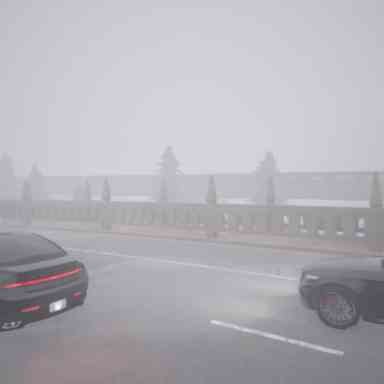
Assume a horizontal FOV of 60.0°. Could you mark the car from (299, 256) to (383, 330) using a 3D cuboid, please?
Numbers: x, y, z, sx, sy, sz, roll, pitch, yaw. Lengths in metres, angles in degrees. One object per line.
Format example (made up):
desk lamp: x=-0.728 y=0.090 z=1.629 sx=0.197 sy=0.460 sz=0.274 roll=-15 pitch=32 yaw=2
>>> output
car: x=4.103 y=1.498 z=5.180 sx=4.674 sy=1.442 sz=1.812 roll=0 pitch=0 yaw=35

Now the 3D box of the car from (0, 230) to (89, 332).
car: x=-4.110 y=1.486 z=6.357 sx=4.892 sy=1.490 sz=1.837 roll=0 pitch=0 yaw=32
